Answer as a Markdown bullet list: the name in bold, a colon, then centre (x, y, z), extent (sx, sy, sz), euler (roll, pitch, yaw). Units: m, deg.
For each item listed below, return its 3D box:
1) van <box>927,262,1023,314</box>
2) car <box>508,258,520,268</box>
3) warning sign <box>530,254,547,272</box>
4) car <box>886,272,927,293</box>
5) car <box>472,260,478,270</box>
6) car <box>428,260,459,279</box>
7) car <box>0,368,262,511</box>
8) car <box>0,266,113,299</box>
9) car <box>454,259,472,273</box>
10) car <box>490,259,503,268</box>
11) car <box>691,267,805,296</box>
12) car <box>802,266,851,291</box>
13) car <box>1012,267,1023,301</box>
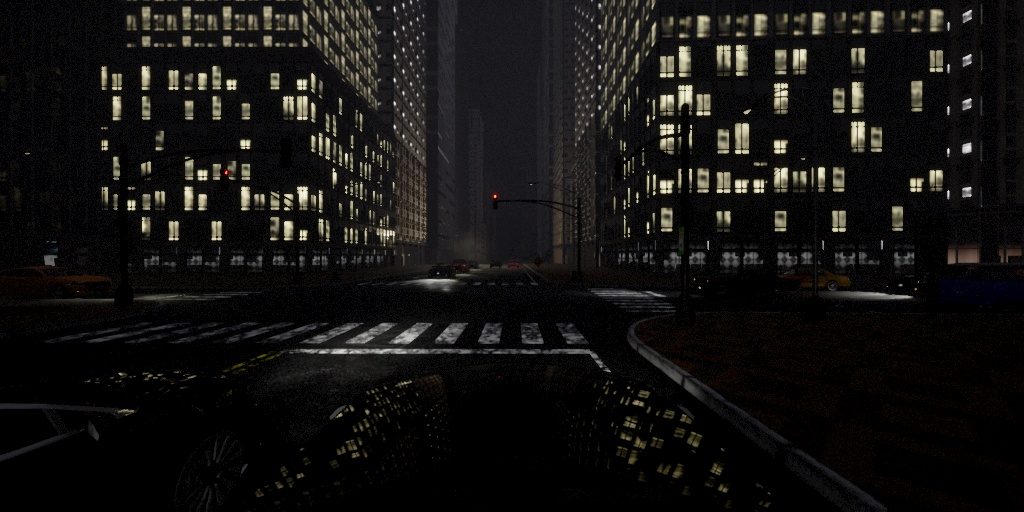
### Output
- **van**: centre (18.407, 1.120, 13.182), extent (3.998, 1.789, 1.690), euler (0, 0, 2)
- **car**: centre (0.277, 1.468, 64.466), extent (1.895, 1.301, 4.718), euler (0, 0, 0)
- **warning sign**: centre (3.024, 0.913, 41.409), extent (1.300, 1.860, 1.060), euler (0, 0, 0)
- **car**: centre (22.206, 1.339, 18.549), extent (4.181, 1.385, 1.994), euler (0, 0, 3)
- **car**: centre (-6.348, 1.385, 56.072), extent (2.033, 1.411, 5.357), euler (0, 0, 0)
- **car**: centre (-6.461, 1.346, 33.417), extent (1.994, 1.385, 4.181), euler (0, 0, 0)
- **car**: centre (-3.154, 1.241, 1.219), extent (2.128, 1.511, 4.902), euler (0, 0, 0)
- **car**: centre (-22.317, 1.237, 17.243), extent (5.008, 1.535, 1.882), euler (0, 0, 0)
- **car**: centre (-6.417, 1.154, 43.414), extent (2.097, 1.767, 4.553), euler (0, 0, 0)
- **car**: centre (-2.877, 1.370, 63.806), extent (1.837, 1.490, 4.892), euler (0, 0, 0)
- **car**: centre (12.182, 1.370, 18.966), extent (4.718, 1.301, 1.895), euler (0, 0, 2)
- **car**: centre (17.172, 1.295, 21.359), extent (4.829, 1.417, 1.751), euler (0, 0, 2)
- **car**: centre (25.531, 1.258, 15.482), extent (5.008, 1.535, 1.882), euler (0, 0, 2)
